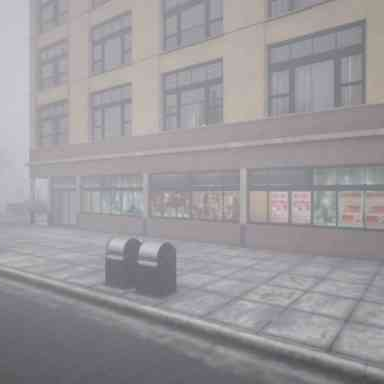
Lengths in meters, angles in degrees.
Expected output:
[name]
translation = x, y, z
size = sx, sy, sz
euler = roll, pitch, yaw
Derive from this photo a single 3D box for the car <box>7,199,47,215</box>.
[car]
translation = -15.833, 1.455, 33.460
size = 1.882, 1.535, 5.008
euler = 0, 0, 36
